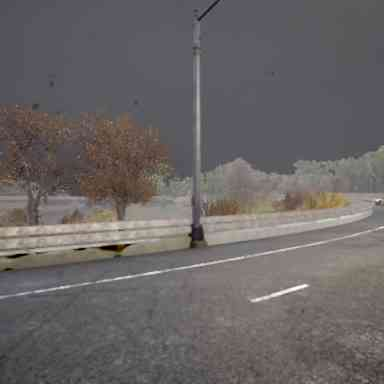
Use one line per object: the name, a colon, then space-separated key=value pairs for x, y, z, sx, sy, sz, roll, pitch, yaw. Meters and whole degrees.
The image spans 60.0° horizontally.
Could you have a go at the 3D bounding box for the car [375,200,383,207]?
car: x=37.001 y=2.161 z=64.229 sx=1.994 sy=1.385 sz=4.181 roll=0 pitch=-1 yaw=13
